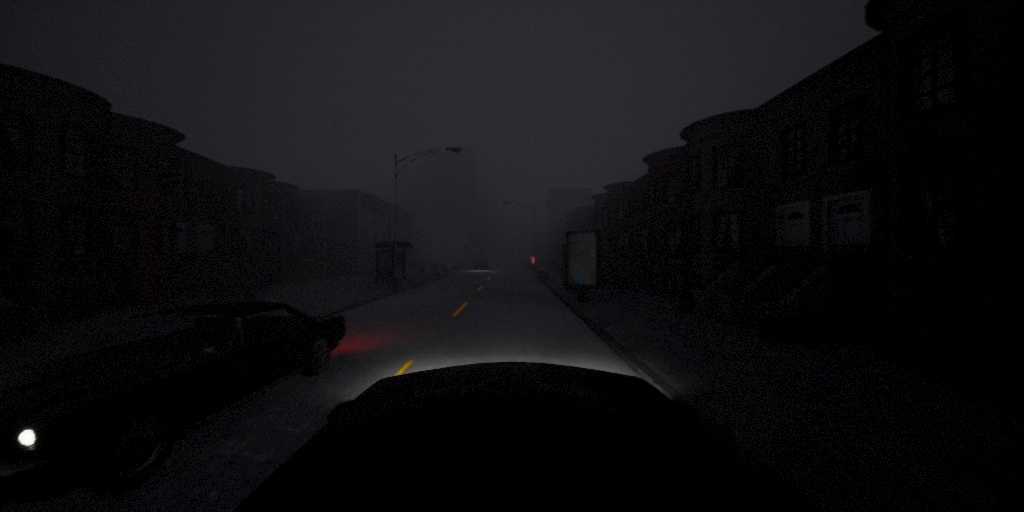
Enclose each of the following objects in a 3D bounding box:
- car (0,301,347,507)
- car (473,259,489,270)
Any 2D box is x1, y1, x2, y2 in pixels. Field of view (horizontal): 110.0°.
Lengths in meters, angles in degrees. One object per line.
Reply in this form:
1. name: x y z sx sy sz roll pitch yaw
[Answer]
1. car: -4.100 1.339 4.640 1.895 1.301 4.718 0 0 0
2. car: -4.055 1.108 47.809 2.033 1.411 5.357 0 0 1
